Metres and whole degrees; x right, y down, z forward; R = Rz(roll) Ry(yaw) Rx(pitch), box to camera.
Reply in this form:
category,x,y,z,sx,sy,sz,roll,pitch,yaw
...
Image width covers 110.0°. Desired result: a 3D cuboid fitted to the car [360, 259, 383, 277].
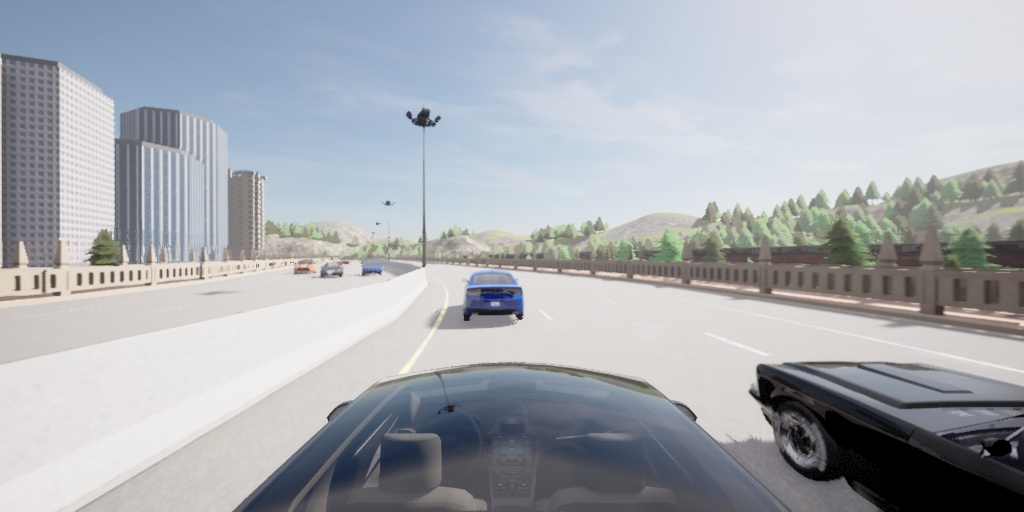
category,x,y,z,sx,sy,sz,roll,pitch,yaw
car,-14.680,1.293,37.677,1.882,1.535,5.008,0,0,-22

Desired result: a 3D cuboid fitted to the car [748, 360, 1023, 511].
category,x,y,z,sx,sy,sz,roll,pitch,yaw
car,3.488,1.337,1.719,1.895,1.301,4.718,0,0,0

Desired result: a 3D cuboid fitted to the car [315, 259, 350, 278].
category,x,y,z,sx,sy,sz,roll,pitch,yaw
car,-17.180,1.318,34.466,2.128,1.511,4.902,0,0,-21

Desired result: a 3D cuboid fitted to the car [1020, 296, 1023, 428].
category,x,y,z,sx,sy,sz,roll,pitch,yaw
car,6.940,1.213,1.697,2.128,1.511,4.902,0,0,0

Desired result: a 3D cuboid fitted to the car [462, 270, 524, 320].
category,x,y,z,sx,sy,sz,roll,pitch,yaw
car,-0.743,1.233,12.789,1.882,1.535,5.008,0,0,-6

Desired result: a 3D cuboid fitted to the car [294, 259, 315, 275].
category,x,y,z,sx,sy,sz,roll,pitch,yaw
car,-24.120,1.206,42.030,2.097,1.767,4.553,0,0,-23
